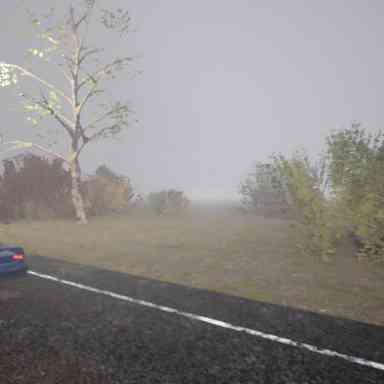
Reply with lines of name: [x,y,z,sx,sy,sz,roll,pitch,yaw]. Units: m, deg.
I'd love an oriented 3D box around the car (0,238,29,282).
car: [-6.341,1.547,8.608,5.357,1.411,2.033,0,0,36]
